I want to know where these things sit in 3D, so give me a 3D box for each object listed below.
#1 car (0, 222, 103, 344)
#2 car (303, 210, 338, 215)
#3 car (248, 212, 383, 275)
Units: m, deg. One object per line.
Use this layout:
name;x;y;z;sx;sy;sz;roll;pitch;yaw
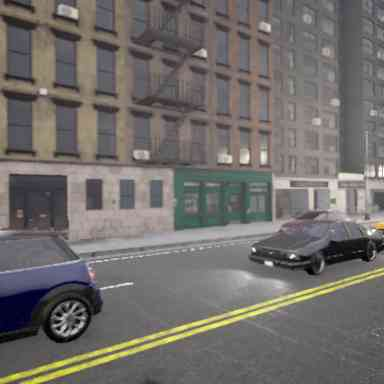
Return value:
car;-3.782;1.415;4.952;4.553;1.767;2.097;0;-1;-36
car;6.274;1.620;16.263;4.674;1.442;1.812;0;-1;-36
car;4.309;1.614;10.875;5.357;1.411;2.033;0;-1;-36
